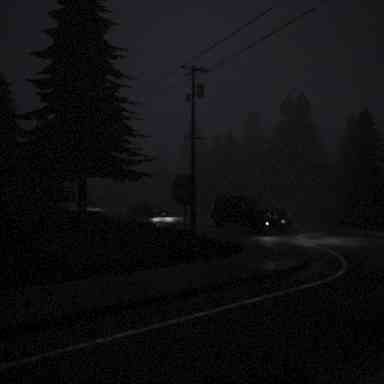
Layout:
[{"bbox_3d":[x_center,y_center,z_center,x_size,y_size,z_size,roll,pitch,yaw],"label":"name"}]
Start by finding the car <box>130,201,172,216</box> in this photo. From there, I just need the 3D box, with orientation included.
[{"bbox_3d":[-3.964,1.533,31.098,2.033,1.411,5.357,0,0,-34],"label":"car"}]

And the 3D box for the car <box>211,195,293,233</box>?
[{"bbox_3d":[3.359,1.204,19.853,2.150,2.045,5.566,0,0,-32],"label":"car"}]

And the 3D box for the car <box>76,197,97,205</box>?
[{"bbox_3d":[-15.115,1.468,47.524,1.882,1.535,5.008,0,0,-34],"label":"car"}]
